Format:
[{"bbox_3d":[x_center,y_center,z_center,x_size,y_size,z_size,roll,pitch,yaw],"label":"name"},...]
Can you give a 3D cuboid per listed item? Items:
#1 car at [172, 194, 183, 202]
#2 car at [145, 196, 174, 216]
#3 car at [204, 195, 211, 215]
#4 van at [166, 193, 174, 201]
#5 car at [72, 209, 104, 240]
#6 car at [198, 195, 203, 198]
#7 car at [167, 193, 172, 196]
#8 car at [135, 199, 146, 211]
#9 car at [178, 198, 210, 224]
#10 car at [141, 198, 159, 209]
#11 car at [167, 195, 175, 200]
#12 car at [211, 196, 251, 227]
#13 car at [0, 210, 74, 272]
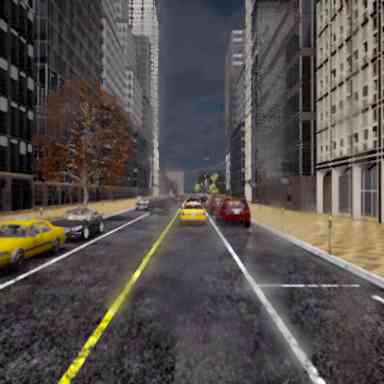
[{"bbox_3d":[-2.994,1.370,73.937,1.812,1.442,4.674,0,0,0],"label":"car"},{"bbox_3d":[-3.094,1.479,32.623,1.837,1.490,4.892,0,0,0],"label":"car"},{"bbox_3d":[2.697,1.288,33.781,2.192,1.841,5.009,0,0,0],"label":"car"},{"bbox_3d":[-5.680,1.237,85.024,1.690,1.788,3.998,0,0,0],"label":"van"},{"bbox_3d":[-5.687,1.540,16.717,2.008,1.369,4.403,0,0,0],"label":"car"},{"bbox_3d":[0.103,1.441,41.882,1.882,1.535,5.008,0,0,0],"label":"car"},{"bbox_3d":[-5.683,1.476,67.947,2.008,1.369,4.403,0,0,0],"label":"car"},{"bbox_3d":[-5.684,1.518,39.486,2.008,1.369,4.403,0,0,0],"label":"car"},{"bbox_3d":[0.101,1.438,24.384,1.801,1.575,5.366,0,0,0],"label":"car"},{"bbox_3d":[-5.684,1.526,45.179,1.947,1.339,4.313,0,0,0],"label":"car"},{"bbox_3d":[-5.681,1.467,90.717,1.802,1.307,4.206,0,0,0],"label":"car"},{"bbox_3d":[2.696,1.299,22.397,2.192,1.841,5.009,0,0,0],"label":"car"},{"bbox_3d":[-5.687,1.519,10.853,1.752,1.417,4.829,0,0,0],"label":"car"}]
